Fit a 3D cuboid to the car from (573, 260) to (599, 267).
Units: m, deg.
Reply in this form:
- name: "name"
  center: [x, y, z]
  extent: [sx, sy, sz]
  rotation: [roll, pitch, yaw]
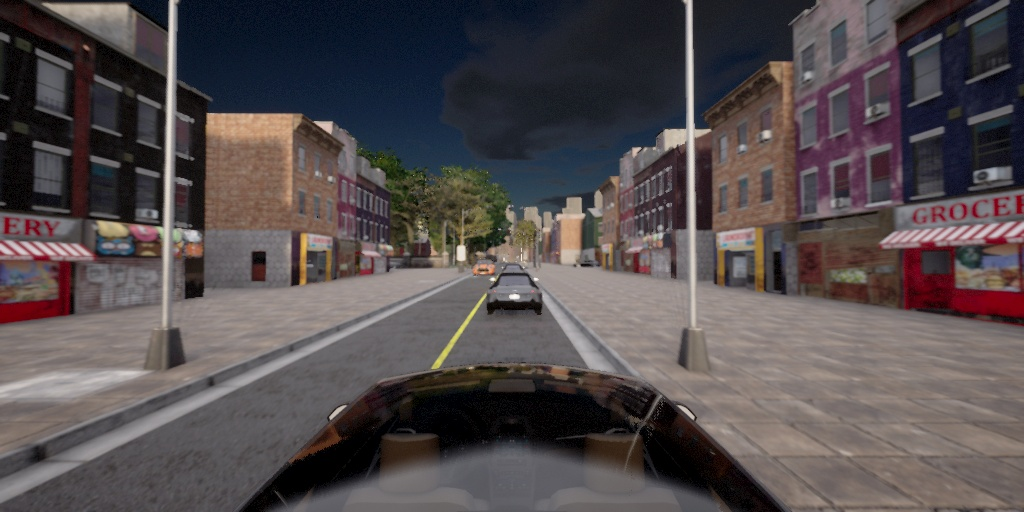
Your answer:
- name: "car"
  center: [12.390, 1.314, 60.064]
  extent: [4.313, 1.339, 1.948]
  rotation: [0, 0, 0]

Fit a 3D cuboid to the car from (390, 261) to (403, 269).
- name: "car"
  center: [-20.594, 1.577, 60.059]
  extent: [4.403, 1.370, 2.007]
  rotation: [0, 0, 0]

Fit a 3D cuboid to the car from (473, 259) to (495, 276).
- name: "car"
  center: [-2.831, 1.120, 37.289]
  extent: [2.097, 1.767, 4.553]
  rotation: [0, 0, 0]

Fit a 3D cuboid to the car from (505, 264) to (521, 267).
- name: "car"
  center: [0.087, 1.319, 28.846]
  extent: [1.994, 1.385, 4.181]
  rotation: [0, 0, 0]

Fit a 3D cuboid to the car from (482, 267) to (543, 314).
- name: "car"
  center: [0.087, 1.312, 13.777]
  extent: [1.994, 1.385, 4.181]
  rotation: [0, 0, 0]
